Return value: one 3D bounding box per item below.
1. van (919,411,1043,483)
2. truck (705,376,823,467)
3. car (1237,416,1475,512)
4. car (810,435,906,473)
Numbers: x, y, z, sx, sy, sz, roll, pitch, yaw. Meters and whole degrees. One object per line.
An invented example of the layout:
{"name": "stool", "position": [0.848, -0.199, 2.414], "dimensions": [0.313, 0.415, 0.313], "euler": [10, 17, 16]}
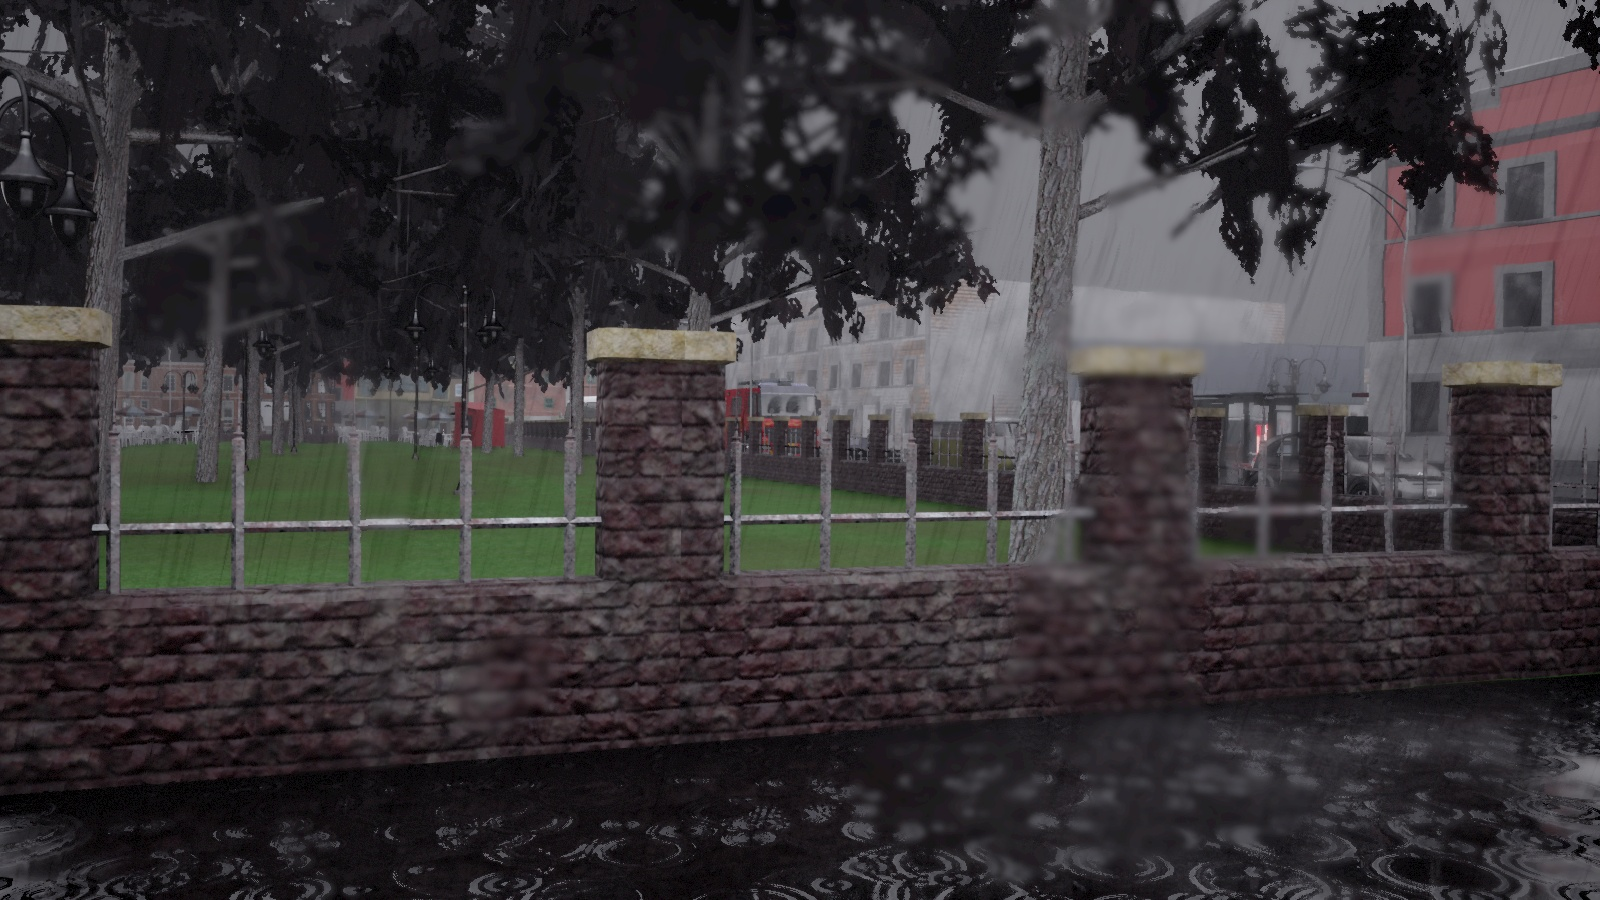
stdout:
{"name": "van", "position": [5.323, -0.116, 37.445], "dimensions": [1.775, 1.987, 4.442], "euler": [-1, 1, -20]}
{"name": "truck", "position": [-1.803, -1.282, 57.441], "dimensions": [2.891, 3.827, 8.468], "euler": [-1, 1, -20]}
{"name": "car", "position": [10.278, 0.202, 23.553], "dimensions": [1.851, 1.617, 3.988], "euler": [-1, 1, -19]}
{"name": "car", "position": [2.087, 0.118, 46.563], "dimensions": [1.895, 1.301, 4.718], "euler": [-1, 1, -20]}
